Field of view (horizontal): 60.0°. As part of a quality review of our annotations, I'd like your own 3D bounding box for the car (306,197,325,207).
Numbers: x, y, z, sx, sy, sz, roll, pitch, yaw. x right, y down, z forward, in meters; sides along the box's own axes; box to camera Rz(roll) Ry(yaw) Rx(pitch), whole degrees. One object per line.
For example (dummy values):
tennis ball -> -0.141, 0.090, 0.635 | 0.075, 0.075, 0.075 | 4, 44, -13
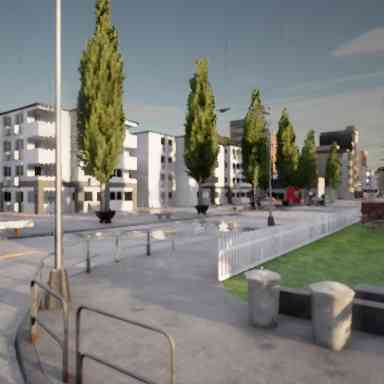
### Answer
car -> 19.075, 1.541, 51.292 | 1.837, 1.490, 4.892 | 0, 0, 36
